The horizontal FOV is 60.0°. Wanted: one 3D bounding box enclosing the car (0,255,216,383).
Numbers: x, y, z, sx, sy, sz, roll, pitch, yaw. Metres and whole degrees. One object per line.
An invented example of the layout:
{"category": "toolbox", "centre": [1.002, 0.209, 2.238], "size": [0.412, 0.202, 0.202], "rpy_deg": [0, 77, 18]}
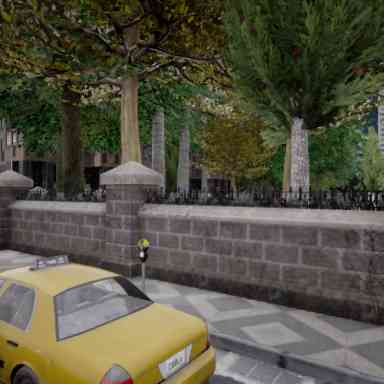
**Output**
{"category": "car", "centre": [-2.028, 1.525, 4.404], "size": [4.829, 1.417, 1.752], "rpy_deg": [0, 0, 35]}
